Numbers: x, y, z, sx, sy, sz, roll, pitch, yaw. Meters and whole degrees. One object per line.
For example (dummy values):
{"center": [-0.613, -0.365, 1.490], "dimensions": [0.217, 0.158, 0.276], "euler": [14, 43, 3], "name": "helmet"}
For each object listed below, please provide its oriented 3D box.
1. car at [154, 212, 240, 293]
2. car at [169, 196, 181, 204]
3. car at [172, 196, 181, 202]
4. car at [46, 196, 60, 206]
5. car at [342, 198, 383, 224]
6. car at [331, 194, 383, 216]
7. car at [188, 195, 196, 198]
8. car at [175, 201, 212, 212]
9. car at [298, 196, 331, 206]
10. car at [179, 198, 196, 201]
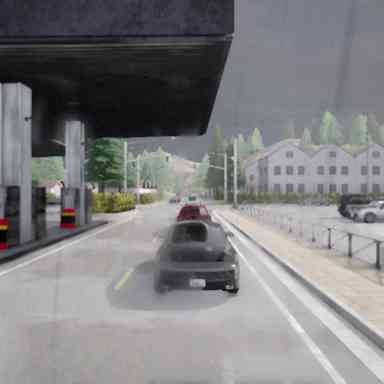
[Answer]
{"center": [0.104, 1.506, 8.802], "dimensions": [1.837, 1.490, 4.892], "euler": [0, 0, 0], "name": "car"}
{"center": [-3.461, 1.577, 66.005], "dimensions": [1.994, 1.385, 4.181], "euler": [0, 0, 0], "name": "car"}
{"center": [-3.455, 1.611, 76.000], "dimensions": [1.895, 1.301, 4.718], "euler": [0, 0, 0], "name": "car"}
{"center": [-19.426, 1.326, 48.357], "dimensions": [4.902, 1.511, 2.128], "euler": [1, 0, 0], "name": "car"}
{"center": [12.697, 1.366, 22.494], "dimensions": [3.806, 1.475, 1.970], "euler": [0, 0, 0], "name": "car"}
{"center": [13.291, 1.082, 25.822], "dimensions": [3.866, 1.878, 1.905], "euler": [0, 0, 0], "name": "car"}
{"center": [0.047, 1.516, 79.027], "dimensions": [1.837, 1.490, 4.892], "euler": [0, 0, 0], "name": "car"}
{"center": [0.110, 1.481, 18.393], "dimensions": [1.882, 1.535, 5.008], "euler": [0, 0, 0], "name": "car"}
{"center": [17.989, 1.310, 48.460], "dimensions": [4.902, 1.511, 2.128], "euler": [0, 0, 0], "name": "car"}
{"center": [0.113, 1.510, 27.971], "dimensions": [1.837, 1.490, 4.892], "euler": [0, 0, 0], "name": "car"}
